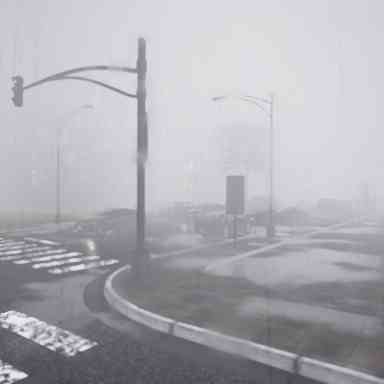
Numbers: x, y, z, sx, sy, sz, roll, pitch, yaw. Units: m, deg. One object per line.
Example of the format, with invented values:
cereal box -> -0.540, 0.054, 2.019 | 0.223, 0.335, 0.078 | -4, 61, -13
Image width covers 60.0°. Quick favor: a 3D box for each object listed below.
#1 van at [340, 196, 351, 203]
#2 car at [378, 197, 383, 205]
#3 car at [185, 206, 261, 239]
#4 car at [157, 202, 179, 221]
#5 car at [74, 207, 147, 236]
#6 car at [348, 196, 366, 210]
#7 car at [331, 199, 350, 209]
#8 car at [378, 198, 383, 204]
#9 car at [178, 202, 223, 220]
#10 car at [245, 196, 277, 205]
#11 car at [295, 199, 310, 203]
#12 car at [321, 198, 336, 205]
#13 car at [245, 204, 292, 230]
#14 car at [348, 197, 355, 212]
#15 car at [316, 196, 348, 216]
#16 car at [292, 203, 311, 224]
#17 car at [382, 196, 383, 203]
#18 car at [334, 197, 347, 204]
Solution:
van -> 38.321, 1.821, 82.772 | 1.690, 1.788, 3.998 | 0, 0, 36
car -> 35.312, 2.000, 64.528 | 1.752, 1.417, 4.829 | 0, 0, 36
car -> 1.853, 1.759, 18.788 | 2.008, 1.369, 4.403 | 0, 0, 36
car -> -1.233, 1.602, 29.175 | 1.967, 1.590, 4.097 | 0, 0, 36
car -> -4.703, 1.668, 19.859 | 1.812, 1.442, 4.674 | 1, 0, 36
car -> 25.349, 1.834, 50.973 | 1.967, 1.590, 4.097 | 0, 0, 36
car -> 23.756, 1.938, 53.177 | 1.994, 1.385, 4.181 | 1, 0, 36
car -> 45.073, 2.105, 77.810 | 2.008, 1.369, 4.403 | 0, 0, 36
car -> 1.299, 1.693, 28.022 | 1.837, 1.490, 4.892 | 1, 0, 36
car -> 7.539, 1.459, 36.497 | 2.150, 2.045, 5.566 | 1, 0, 36
car -> 18.494, 1.844, 55.798 | 1.752, 1.417, 4.829 | 0, 0, 36
car -> 28.457, 1.965, 69.352 | 1.947, 1.339, 4.313 | 0, 0, 36
car -> 5.100, 1.799, 23.206 | 1.947, 1.339, 4.313 | 0, 0, 36
car -> 18.816, 1.782, 41.999 | 1.967, 1.590, 4.097 | 0, 0, 36
car -> 15.556, 1.631, 37.506 | 2.192, 1.841, 5.009 | 0, 0, 36
car -> 8.345, 1.841, 27.622 | 1.802, 1.307, 4.206 | 0, 0, 36
car -> 41.788, 1.842, 73.337 | 2.192, 1.841, 5.009 | 0, 0, 36
car -> 34.931, 1.977, 78.162 | 1.752, 1.417, 4.829 | 0, 0, 36
